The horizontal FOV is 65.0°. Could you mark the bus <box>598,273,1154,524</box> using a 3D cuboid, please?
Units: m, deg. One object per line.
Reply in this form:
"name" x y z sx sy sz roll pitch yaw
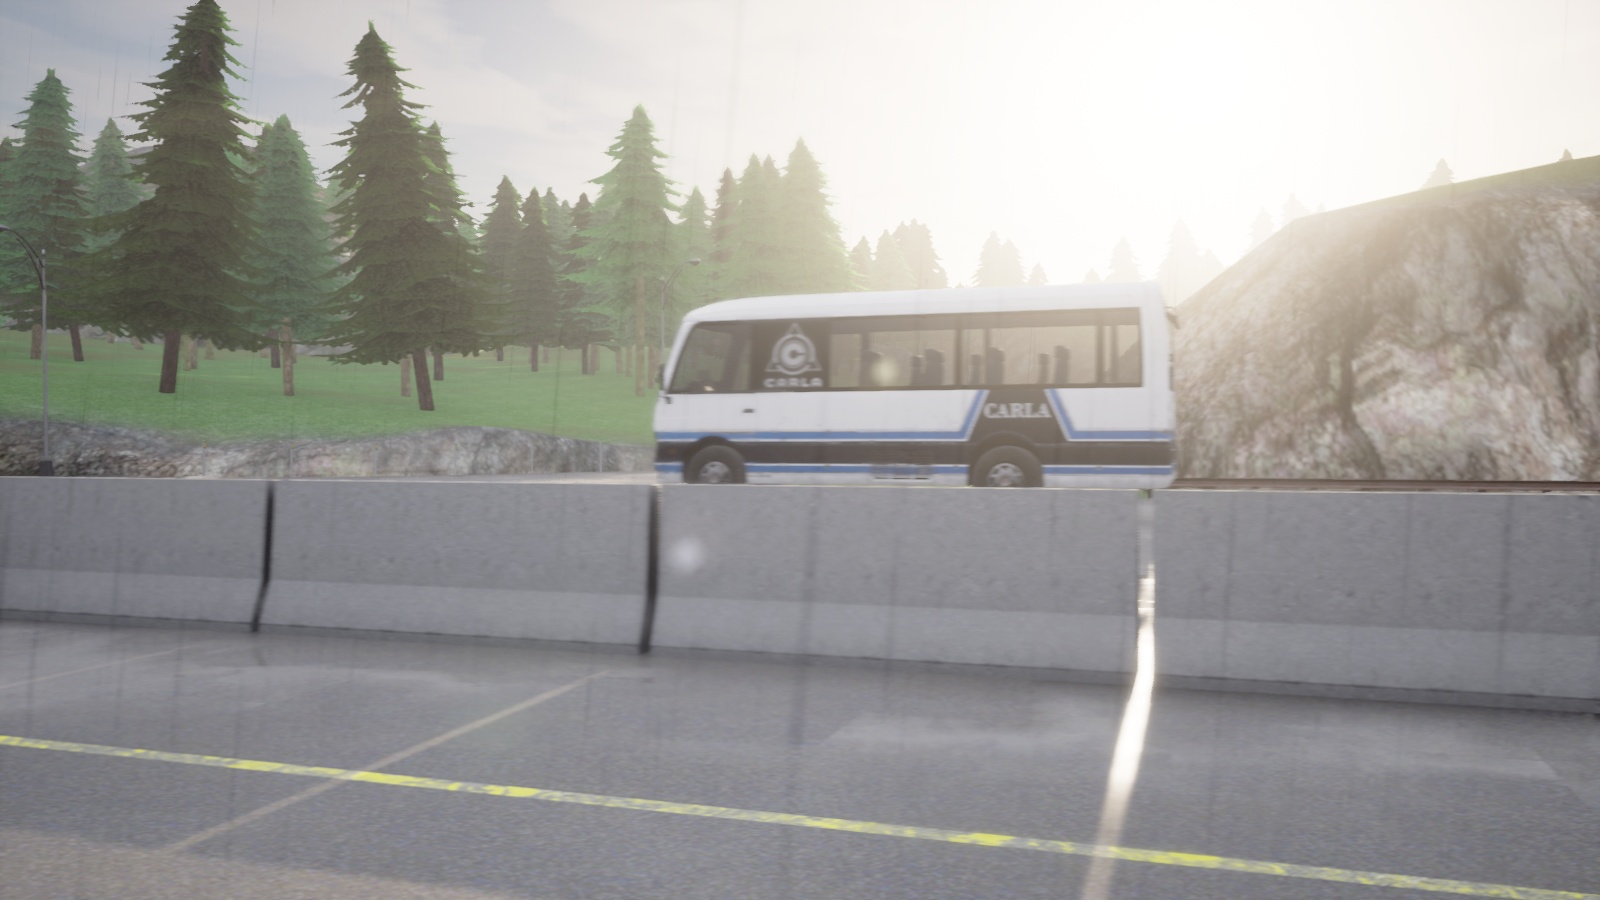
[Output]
"bus" 1.538 -0.942 24.810 10.273 4.253 3.944 1 1 19
